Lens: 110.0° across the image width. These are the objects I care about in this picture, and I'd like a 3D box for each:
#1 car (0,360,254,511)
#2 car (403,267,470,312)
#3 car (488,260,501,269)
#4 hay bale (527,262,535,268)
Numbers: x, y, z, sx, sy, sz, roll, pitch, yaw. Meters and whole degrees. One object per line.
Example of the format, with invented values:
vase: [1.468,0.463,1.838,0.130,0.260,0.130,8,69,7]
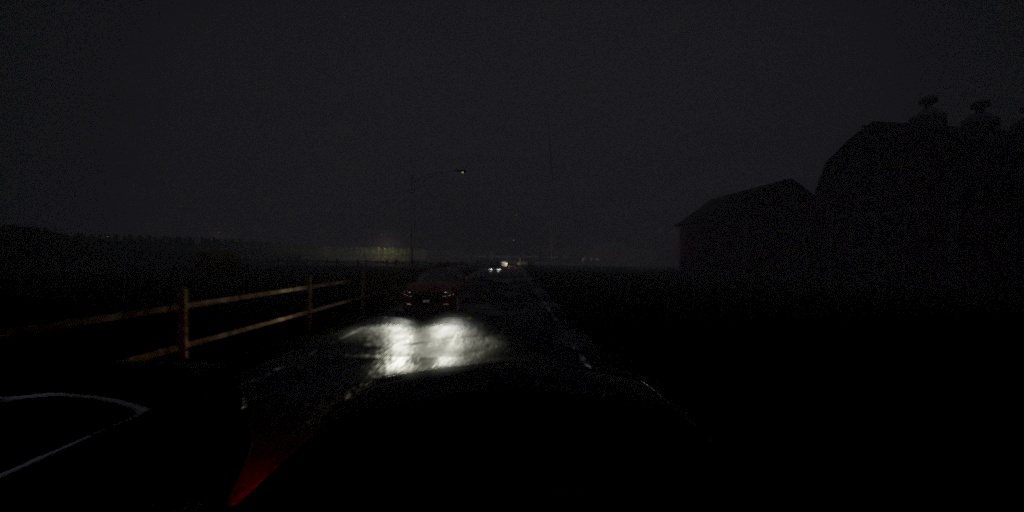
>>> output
car: [-2.854,1.239,0.631,2.128,1.511,4.902,0,0,0]
car: [-2.831,1.226,14.329,1.882,1.535,5.008,0,0,0]
car: [-2.748,1.306,58.067,2.033,1.411,5.357,0,0,1]
hay bale: [3.171,1.419,59.283,1.220,1.180,1.240,0,0,0]
